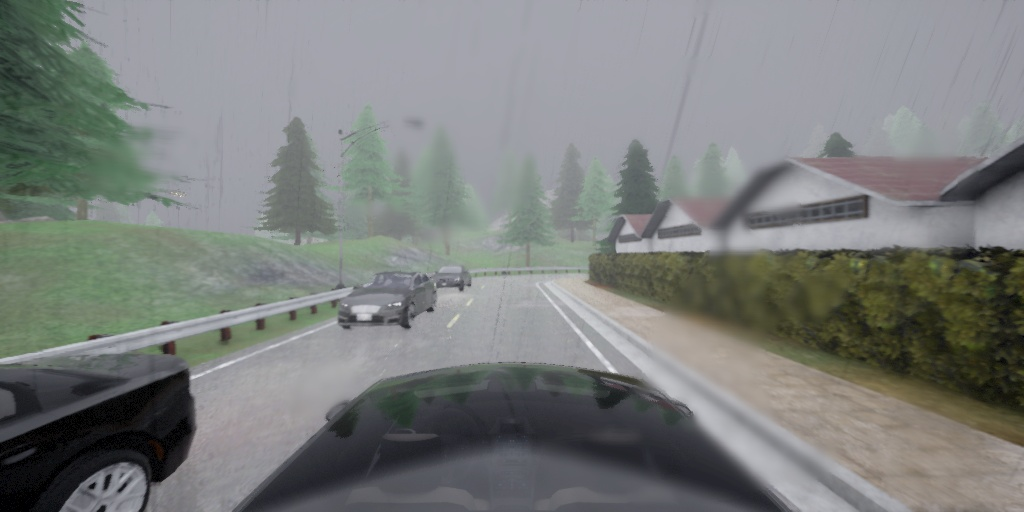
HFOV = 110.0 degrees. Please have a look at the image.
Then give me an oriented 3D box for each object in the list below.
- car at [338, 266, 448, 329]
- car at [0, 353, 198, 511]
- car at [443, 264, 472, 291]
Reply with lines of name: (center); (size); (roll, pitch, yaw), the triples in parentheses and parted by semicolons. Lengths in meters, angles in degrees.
car: (-3.622, 1.227, 11.245); (2.128, 1.511, 4.902); (0, 0, 0)
car: (-3.589, 1.240, 0.898); (1.882, 1.535, 5.008); (0, 0, 0)
car: (-3.542, 1.234, 21.472); (1.812, 1.442, 4.674); (0, 0, 2)
